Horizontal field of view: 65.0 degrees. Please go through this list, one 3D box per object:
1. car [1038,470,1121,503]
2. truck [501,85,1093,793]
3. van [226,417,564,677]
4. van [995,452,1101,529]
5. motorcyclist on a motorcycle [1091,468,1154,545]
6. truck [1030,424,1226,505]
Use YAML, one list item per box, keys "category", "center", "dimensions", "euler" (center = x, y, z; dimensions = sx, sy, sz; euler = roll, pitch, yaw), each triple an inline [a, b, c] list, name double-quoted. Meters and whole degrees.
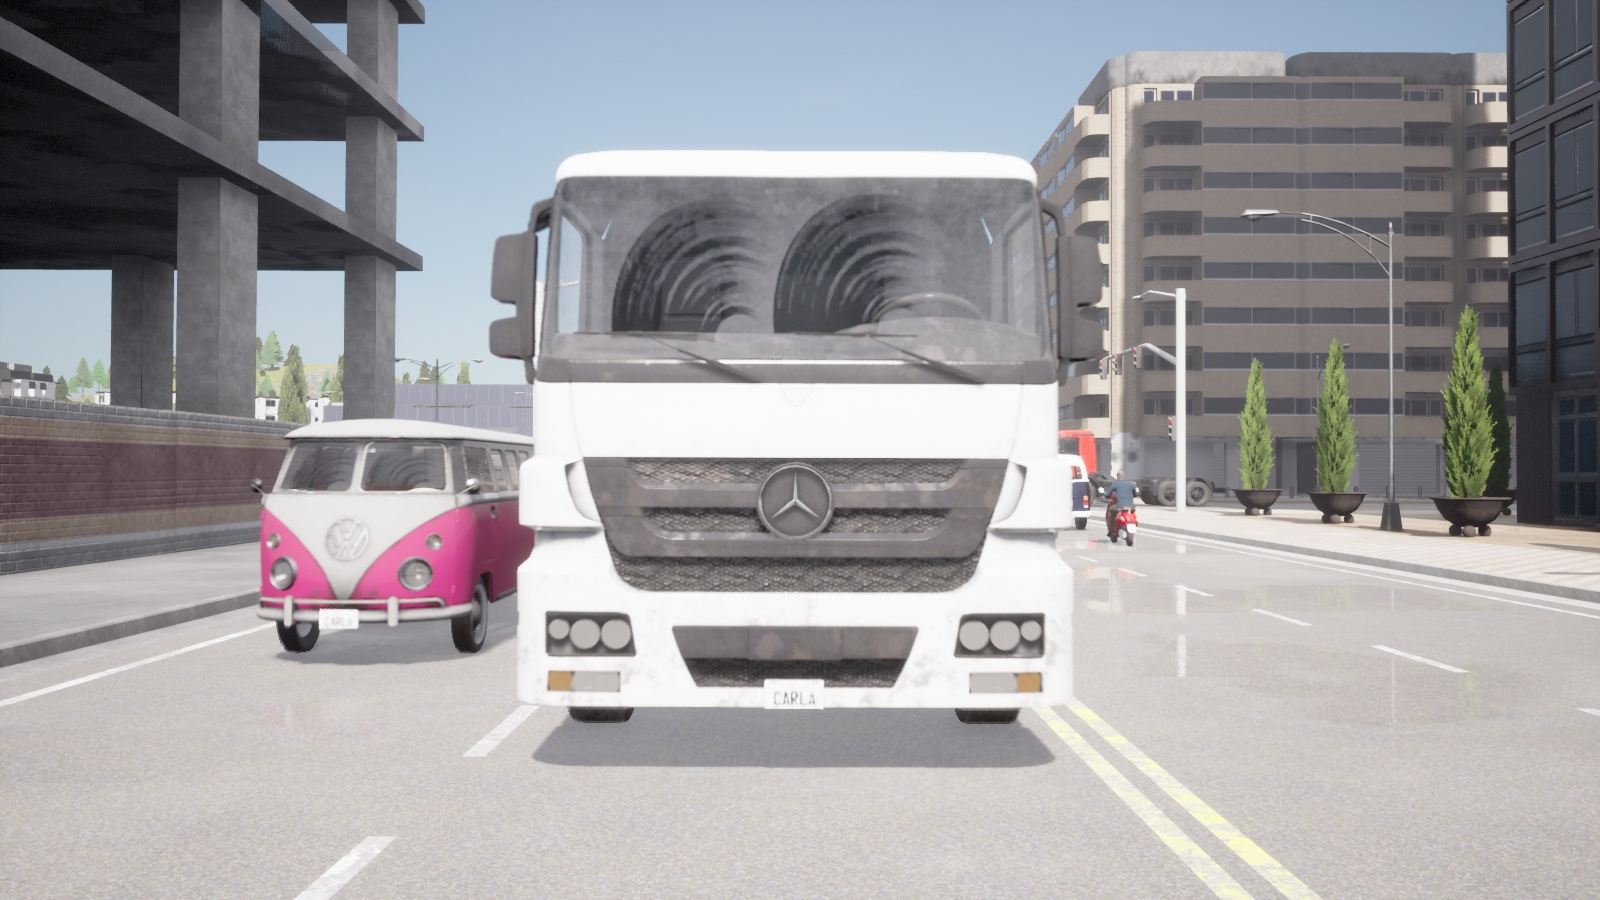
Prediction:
- category: "car"
  center: [13.230, 1.726, 59.608]
  dimensions: [3.633, 1.501, 1.845]
  euler: [-1, -1, 6]
- category: "truck"
  center: [-0.030, 0.002, 10.126]
  dimensions: [2.891, 3.462, 7.936]
  euler: [0, -1, 0]
- category: "van"
  center: [-3.532, 0.781, 11.881]
  dimensions: [1.775, 1.987, 4.442]
  euler: [0, -1, 0]
- category: "van"
  center: [6.907, 1.104, 35.411]
  dimensions: [2.069, 2.038, 4.480]
  euler: [0, -1, 0]
- category: "motorcyclist on a motorcycle"
  center: [6.930, 1.194, 27.064]
  dimensions: [0.866, 1.590, 1.817]
  euler: [0, -1, 0]
- category: "truck"
  center: [14.472, 0.659, 55.811]
  dimensions: [7.936, 3.462, 2.891]
  euler: [0, -1, -1]
